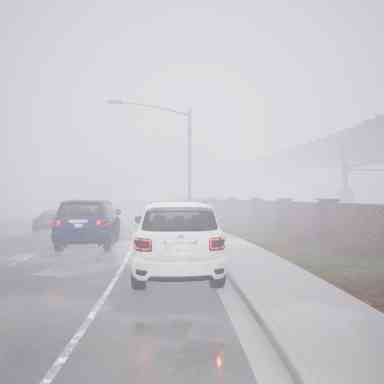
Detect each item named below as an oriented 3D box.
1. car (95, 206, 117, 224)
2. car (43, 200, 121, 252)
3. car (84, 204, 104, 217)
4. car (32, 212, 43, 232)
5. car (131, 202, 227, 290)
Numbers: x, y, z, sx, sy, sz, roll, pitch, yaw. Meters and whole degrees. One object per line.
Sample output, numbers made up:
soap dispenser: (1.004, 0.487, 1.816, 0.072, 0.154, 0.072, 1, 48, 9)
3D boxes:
car: (-8.003, 2.099, 30.798, 1.812, 1.442, 4.674, 0, -2, -16)
car: (-4.440, 1.359, 14.621, 2.150, 2.045, 5.566, 0, -1, -7)
car: (-13.618, 2.500, 45.860, 1.882, 1.535, 5.008, 0, -2, -26)
car: (-9.484, 1.920, 22.864, 1.994, 1.385, 4.181, 0, -2, -12)
car: (-0.451, 1.278, 9.412, 2.150, 2.045, 5.566, 0, -1, -5)
